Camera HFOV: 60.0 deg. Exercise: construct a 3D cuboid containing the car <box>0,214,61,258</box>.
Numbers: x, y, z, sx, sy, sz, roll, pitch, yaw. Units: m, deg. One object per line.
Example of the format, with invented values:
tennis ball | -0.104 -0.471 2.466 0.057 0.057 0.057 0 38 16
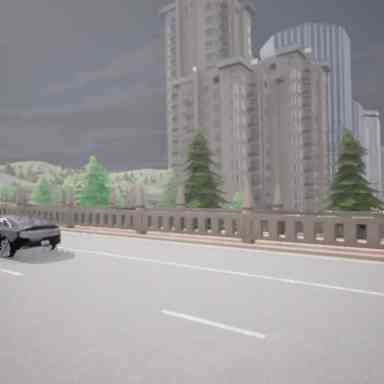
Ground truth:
car | -7.315 1.659 13.516 4.902 1.511 2.128 -1 0 36
